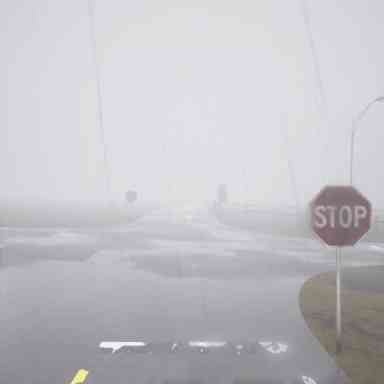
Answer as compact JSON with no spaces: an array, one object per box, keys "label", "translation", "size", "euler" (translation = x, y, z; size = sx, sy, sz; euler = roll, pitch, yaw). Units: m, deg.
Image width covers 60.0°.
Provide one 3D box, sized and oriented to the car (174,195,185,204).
[{"label":"car","translation":[-2.398,1.373,65.649],"size":[2.097,1.767,4.553],"euler":[0,0,0]}]
